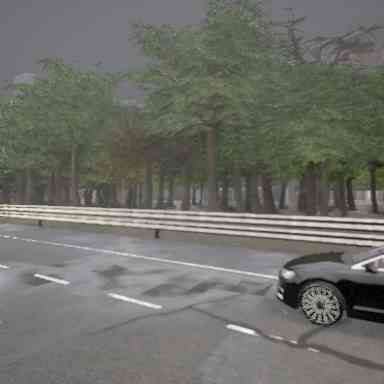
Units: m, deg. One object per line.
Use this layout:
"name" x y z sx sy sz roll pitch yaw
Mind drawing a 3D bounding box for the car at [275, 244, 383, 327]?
"car" 3.859 1.492 5.415 4.902 1.511 2.128 0 0 35
